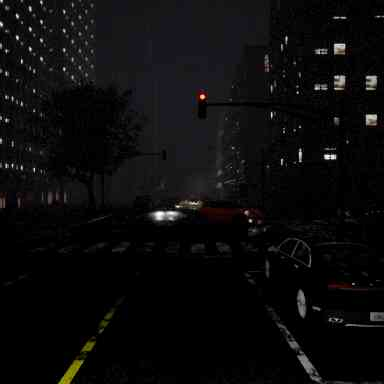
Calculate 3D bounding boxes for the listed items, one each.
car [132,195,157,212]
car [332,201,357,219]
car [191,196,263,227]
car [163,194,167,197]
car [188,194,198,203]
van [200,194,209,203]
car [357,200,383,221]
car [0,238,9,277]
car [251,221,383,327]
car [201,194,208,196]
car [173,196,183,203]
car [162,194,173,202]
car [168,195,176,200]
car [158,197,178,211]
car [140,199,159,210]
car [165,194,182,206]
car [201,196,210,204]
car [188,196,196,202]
[{"bbox_3d":[-5.706,1.336,39.335,2.192,1.841,5.009,0,0,0],"label":"car"},{"bbox_3d":[13.416,1.350,26.359,4.403,1.369,2.008,-1,1,-1],"label":"car"},{"bbox_3d":[2.549,1.359,22.689,4.553,1.767,2.097,0,0,39],"label":"car"},{"bbox_3d":[-5.716,1.627,72.473,1.947,1.339,4.313,0,0,0],"label":"car"},{"bbox_3d":[0.075,1.656,68.941,1.895,1.301,4.718,0,0,0],"label":"car"},{"bbox_3d":[2.664,1.402,72.475,1.690,1.788,3.998,0,0,0],"label":"van"},{"bbox_3d":[14.931,1.283,23.796,4.892,1.490,1.837,-1,0,-1],"label":"car"},{"bbox_3d":[-5.694,1.545,6.947,1.887,1.381,4.507,0,0,0],"label":"car"},{"bbox_3d":[2.686,1.551,6.950,2.008,1.369,4.403,0,0,0],"label":"car"},{"bbox_3d":[2.668,1.611,61.429,1.947,1.339,4.313,0,0,0],"label":"car"},{"bbox_3d":[-3.024,1.569,72.222,1.812,1.442,4.674,0,0,0],"label":"car"},{"bbox_3d":[-5.719,1.386,77.995,2.192,1.841,5.009,0,0,0],"label":"car"},{"bbox_3d":[-5.724,1.654,94.564,2.008,1.369,4.403,0,0,0],"label":"car"},{"bbox_3d":[-3.114,1.623,41.000,1.895,1.301,4.718,0,0,0],"label":"car"},{"bbox_3d":[-5.707,1.592,44.858,1.947,1.339,4.313,0,0,0],"label":"car"},{"bbox_3d":[-3.106,1.565,56.743,1.812,1.442,4.674,0,0,0],"label":"car"},{"bbox_3d":[2.666,1.578,67.122,1.752,1.417,4.829,0,0,0],"label":"car"},{"bbox_3d":[-0.027,1.668,78.942,1.895,1.301,4.718,0,0,0],"label":"car"}]
